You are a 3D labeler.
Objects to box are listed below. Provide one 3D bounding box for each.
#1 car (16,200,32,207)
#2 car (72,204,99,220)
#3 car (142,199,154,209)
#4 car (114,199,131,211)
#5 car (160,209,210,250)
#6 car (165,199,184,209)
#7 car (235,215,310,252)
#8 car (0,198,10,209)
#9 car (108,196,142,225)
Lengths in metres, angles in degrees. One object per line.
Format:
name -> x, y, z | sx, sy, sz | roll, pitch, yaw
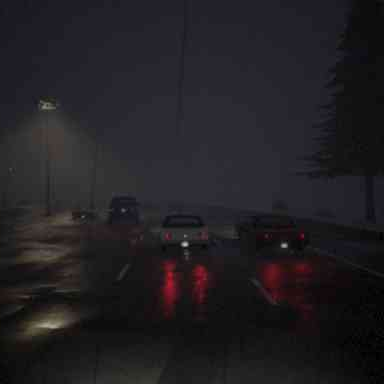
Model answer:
car -> -27.010, 1.971, 53.527 | 2.033, 1.411, 5.357 | 0, 0, -19
car -> -9.630, 1.787, 30.384 | 1.895, 1.301, 4.718 | 0, 0, -10
car -> -6.652, 1.736, 47.925 | 1.812, 1.442, 4.674 | 0, 0, -17
car -> -9.542, 1.736, 45.349 | 1.837, 1.490, 4.892 | 0, 0, -16
car -> -0.436, 1.650, 14.550 | 1.895, 1.301, 4.718 | -1, 0, -5
car -> -2.491, 1.657, 45.949 | 2.128, 1.511, 4.902 | 0, 0, -16
car -> 3.112, 1.614, 14.037 | 1.895, 1.301, 4.718 | -1, 0, -4
car -> -30.766, 1.811, 53.468 | 2.097, 1.767, 4.553 | -1, 0, -20
car -> -5.162, 1.350, 25.501 | 2.150, 2.045, 5.566 | 0, 0, -10
